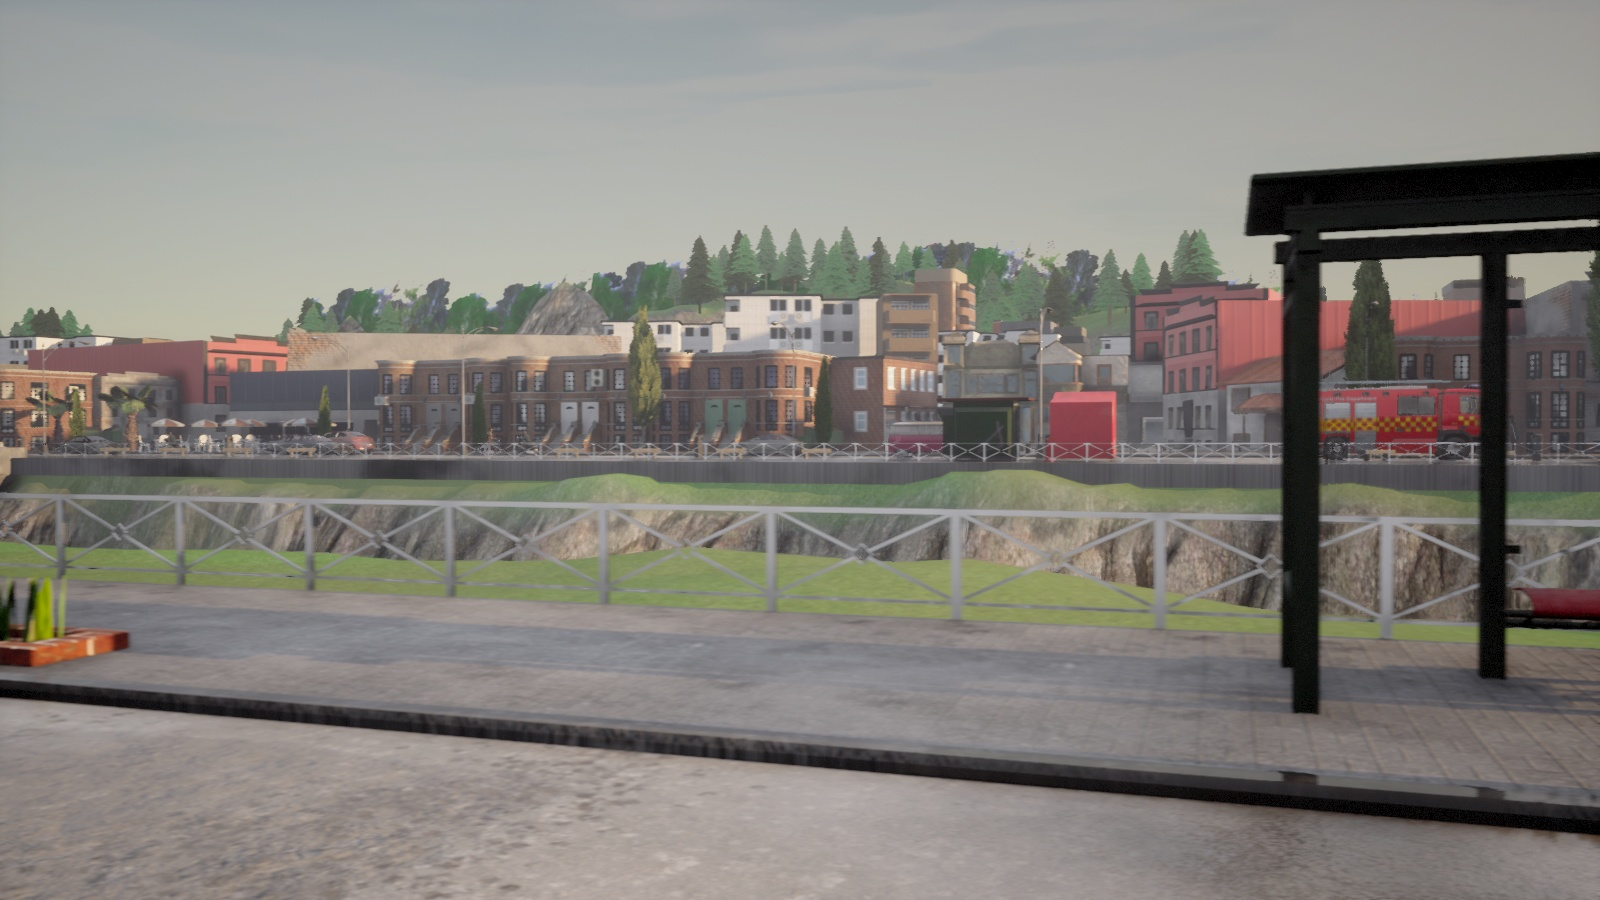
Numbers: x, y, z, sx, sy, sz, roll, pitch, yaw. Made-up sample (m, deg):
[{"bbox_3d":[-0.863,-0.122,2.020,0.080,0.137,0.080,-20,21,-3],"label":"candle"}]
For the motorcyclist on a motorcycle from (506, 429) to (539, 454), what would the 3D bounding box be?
[{"bbox_3d":[-17.453,-0.549,78.898,1.817,1.590,0.866,1,1,19],"label":"motorcyclist on a motorcycle"}]

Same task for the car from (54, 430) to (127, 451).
[{"bbox_3d":[-47.968,-0.650,84.937,4.181,1.385,1.994,1,1,19],"label":"car"}]

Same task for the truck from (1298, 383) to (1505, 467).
[{"bbox_3d":[28.191,-1.182,59.321,8.468,3.827,2.891,1,1,19],"label":"truck"}]

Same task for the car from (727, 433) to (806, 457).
[{"bbox_3d":[-1.977,-0.297,73.699,4.181,1.385,1.994,1,1,19],"label":"car"}]

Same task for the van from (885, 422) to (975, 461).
[{"bbox_3d":[6.894,-0.460,66.493,4.442,1.987,1.775,1,1,19],"label":"van"}]

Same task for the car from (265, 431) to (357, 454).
[{"bbox_3d":[-30.841,-0.510,79.181,5.357,1.411,2.033,1,1,19],"label":"car"}]

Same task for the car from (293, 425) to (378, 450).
[{"bbox_3d":[-30.842,-0.846,83.396,5.027,1.651,2.152,1,1,19],"label":"car"}]
